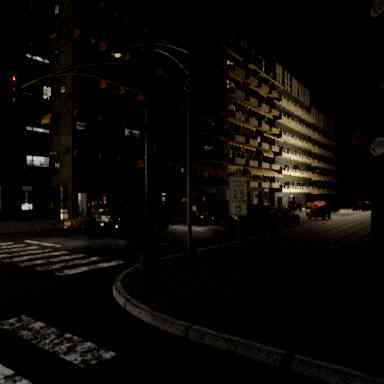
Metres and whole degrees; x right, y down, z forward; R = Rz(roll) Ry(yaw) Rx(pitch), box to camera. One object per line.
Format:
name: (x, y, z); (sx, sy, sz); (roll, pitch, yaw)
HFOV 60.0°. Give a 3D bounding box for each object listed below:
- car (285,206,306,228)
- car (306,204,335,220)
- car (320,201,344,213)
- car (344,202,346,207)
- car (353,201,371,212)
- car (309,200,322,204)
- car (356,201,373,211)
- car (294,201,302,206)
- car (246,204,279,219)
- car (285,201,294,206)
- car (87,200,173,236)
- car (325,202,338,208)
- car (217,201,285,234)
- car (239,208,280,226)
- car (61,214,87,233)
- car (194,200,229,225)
car: (7.265, 2.044, 26.636); (1.887, 1.381, 4.507); (-1, -2, 35)
car: (13.740, 2.284, 35.929); (1.802, 1.307, 4.206); (-1, -2, 35)
car: (21.941, 2.536, 52.153); (1.837, 1.490, 4.892); (0, -1, 35)
car: (39.232, 3.283, 87.123); (1.947, 1.339, 4.313); (-1, -2, 35)
car: (29.925, 2.523, 59.170); (2.192, 1.841, 5.009); (-1, -2, 35)
car: (23.044, 2.771, 63.887); (1.887, 1.381, 4.507); (-1, -2, 35)
car: (33.163, 2.622, 63.818); (2.192, 1.841, 5.009); (-1, -2, 35)
car: (16.567, 2.341, 54.598); (2.192, 1.841, 5.009); (-1, -2, 35)
car: (8.097, 2.192, 37.857); (1.837, 1.490, 4.892); (0, -1, 35)
car: (13.233, 2.447, 49.806); (1.752, 1.417, 4.829); (-1, -2, 35)
car: (-3.526, 1.541, 21.198); (2.150, 2.045, 5.566); (0, -1, 35)
car: (32.756, 3.067, 77.828); (1.887, 1.381, 4.507); (-1, -2, 35)
car: (4.026, 1.712, 21.996); (2.192, 1.841, 5.009); (-1, -2, 35)
car: (6.039, 2.133, 29.324); (1.895, 1.301, 4.718); (0, -1, 35)
car: (-6.192, 1.834, 21.924); (1.752, 1.417, 4.829); (-1, -2, 35)
car: (2.376, 1.729, 29.671); (2.150, 2.045, 5.566); (0, -1, 34)
